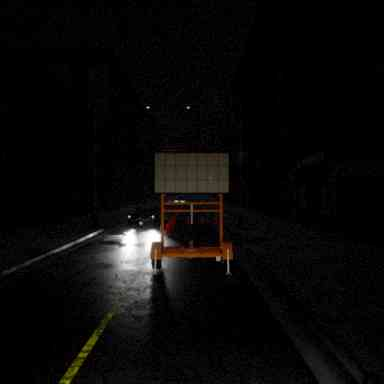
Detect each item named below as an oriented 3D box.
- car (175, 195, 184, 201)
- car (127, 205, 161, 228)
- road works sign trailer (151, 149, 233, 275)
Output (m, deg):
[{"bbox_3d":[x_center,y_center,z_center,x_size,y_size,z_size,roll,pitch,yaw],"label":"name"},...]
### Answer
[{"bbox_3d":[-3.039,1.372,81.016,1.882,1.535,5.008,0,0,0],"label":"car"},{"bbox_3d":[-3.110,1.593,22.515,1.895,1.301,4.718,0,0,0],"label":"car"},{"bbox_3d":[-0.005,0.463,10.473,2.380,3.560,2.880,0,0,0],"label":"road works sign trailer"}]
